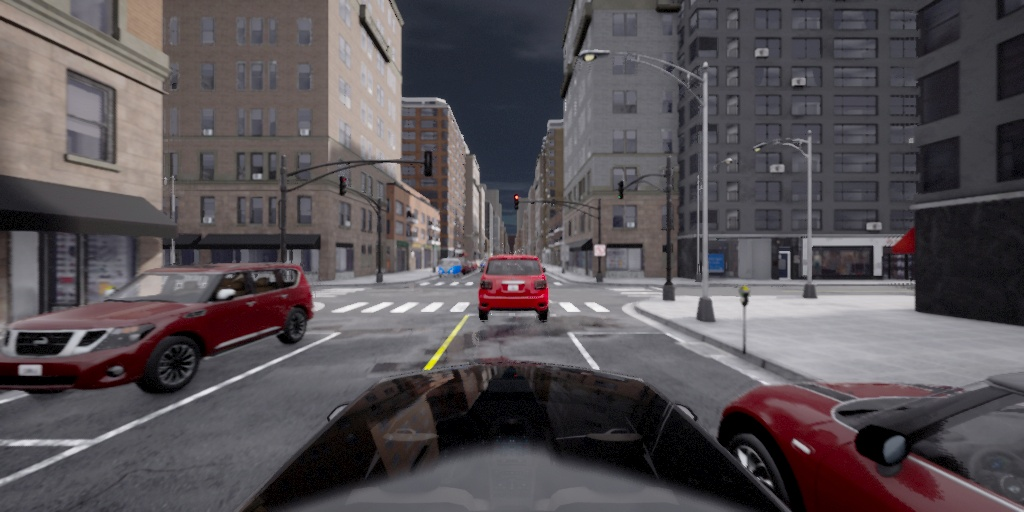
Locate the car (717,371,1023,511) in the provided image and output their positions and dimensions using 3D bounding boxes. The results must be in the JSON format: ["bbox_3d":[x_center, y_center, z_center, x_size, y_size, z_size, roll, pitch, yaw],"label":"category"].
[{"bbox_3d":[2.669,1.190,1.376,1.967,1.591,4.097,0,0,0],"label":"car"}]

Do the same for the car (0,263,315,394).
[{"bbox_3d":[-5.857,1.071,6.874,2.192,1.841,5.009,0,0,0],"label":"car"}]

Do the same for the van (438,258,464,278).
[{"bbox_3d":[-5.858,1.128,33.822,1.690,1.789,3.998,0,0,0],"label":"van"}]

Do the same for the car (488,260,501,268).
[{"bbox_3d":[-3.042,1.418,62.336,1.895,1.301,4.718,0,0,1],"label":"car"}]

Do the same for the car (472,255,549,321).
[{"bbox_3d":[0.058,0.985,12.718,2.150,2.045,5.566,0,0,0],"label":"car"}]

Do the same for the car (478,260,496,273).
[{"bbox_3d":[-3.093,1.277,45.557,1.882,1.535,5.008,0,0,0],"label":"car"}]

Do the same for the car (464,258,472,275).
[{"bbox_3d":[-5.858,1.108,39.418,2.192,1.841,5.009,0,0,0],"label":"car"}]
